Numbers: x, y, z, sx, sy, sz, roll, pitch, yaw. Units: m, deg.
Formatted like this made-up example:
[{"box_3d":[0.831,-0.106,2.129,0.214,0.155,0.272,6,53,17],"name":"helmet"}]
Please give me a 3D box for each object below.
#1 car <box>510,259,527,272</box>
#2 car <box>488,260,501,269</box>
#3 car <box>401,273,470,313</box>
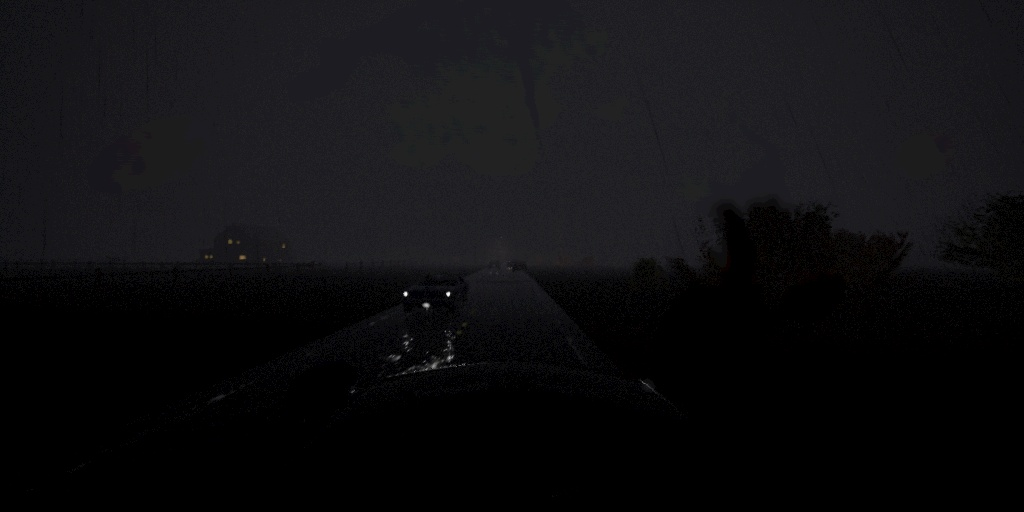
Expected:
[{"box_3d":[0.977,1.314,47.498,1.882,1.535,5.008,0,0,0],"name":"car"},{"box_3d":[-2.782,1.362,57.467,2.128,1.511,4.902,0,0,0],"name":"car"},{"box_3d":[-2.846,1.351,14.181,1.895,1.301,4.718,0,0,0],"name":"car"}]
